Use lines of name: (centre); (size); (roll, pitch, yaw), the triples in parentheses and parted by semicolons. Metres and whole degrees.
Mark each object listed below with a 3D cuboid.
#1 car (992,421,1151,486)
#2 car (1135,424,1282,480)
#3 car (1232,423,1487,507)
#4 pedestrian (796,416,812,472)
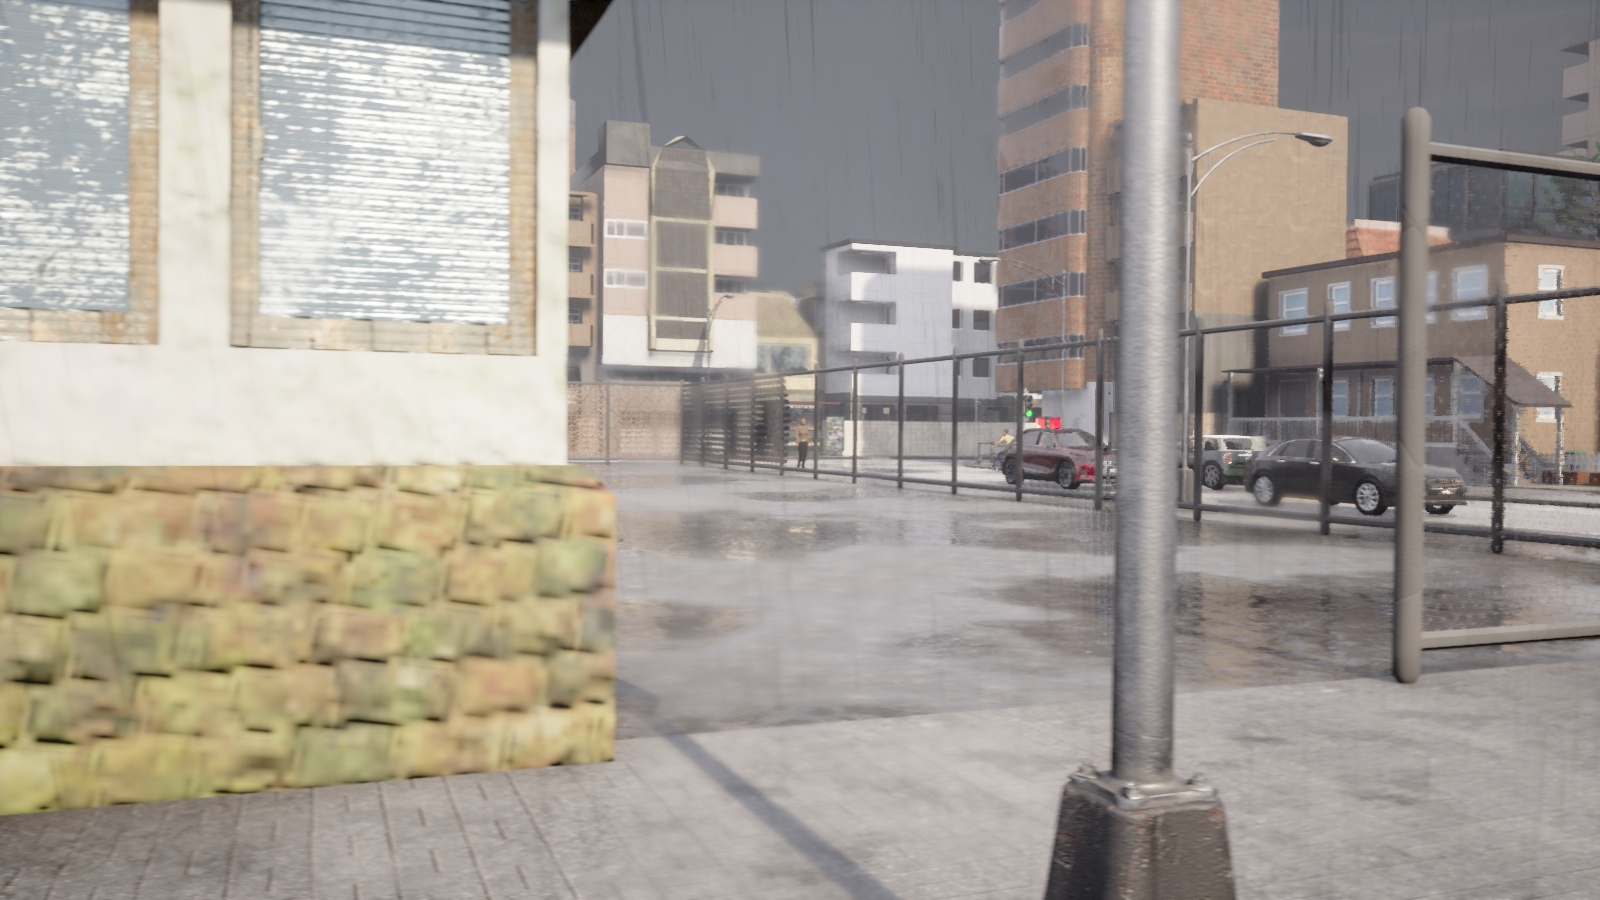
car: (7.396, 0.050, 34.795); (2.033, 1.649, 4.856); (-1, 1, -20)
car: (11.428, 0.026, 35.398); (1.970, 1.475, 3.806); (-1, 1, -21)
car: (11.100, 0.239, 25.361); (1.837, 1.490, 4.892); (-1, 1, -19)
pedestrian: (0.136, -0.201, 41.892); (0.331, 1.846, 0.634); (-1, 1, -17)
